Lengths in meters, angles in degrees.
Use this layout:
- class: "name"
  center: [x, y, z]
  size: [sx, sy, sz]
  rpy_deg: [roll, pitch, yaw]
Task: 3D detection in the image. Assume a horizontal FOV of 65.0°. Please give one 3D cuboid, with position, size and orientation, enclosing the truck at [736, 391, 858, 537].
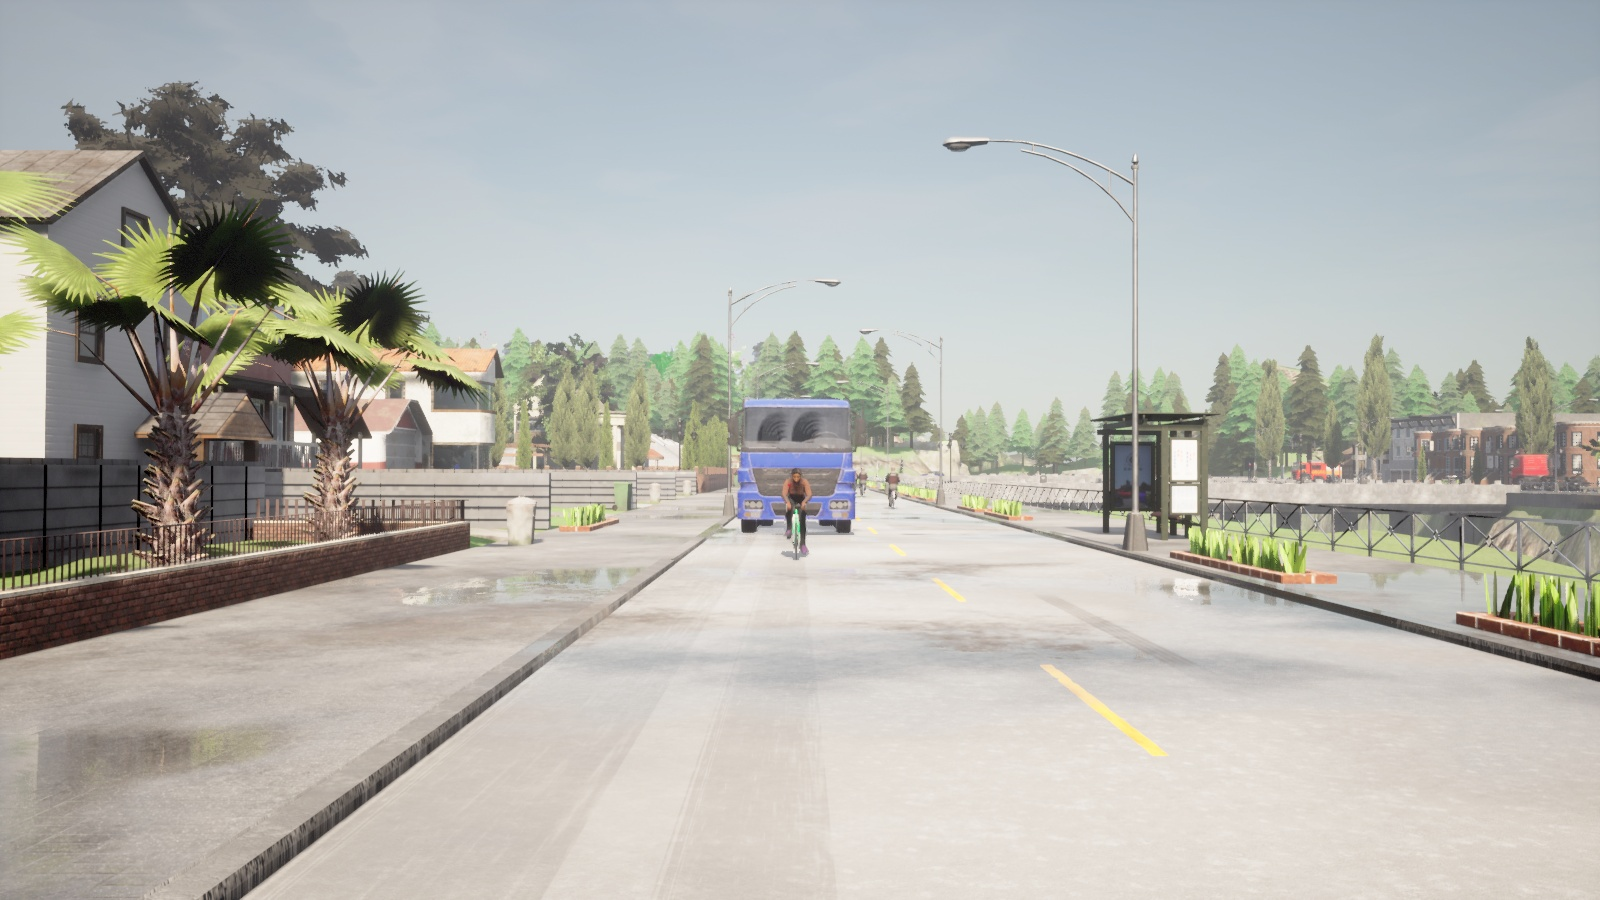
- class: "truck"
  center: [-0.089, 0.400, 33.859]
  size: [2.891, 3.462, 7.936]
  rpy_deg: [0, -1, 0]

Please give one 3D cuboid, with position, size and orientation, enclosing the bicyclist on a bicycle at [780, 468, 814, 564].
- class: "bicyclist on a bicycle"
  center: [-0.056, 1.140, 22.248]
  size: [0.582, 1.620, 1.656]
  rpy_deg: [0, -1, 0]
